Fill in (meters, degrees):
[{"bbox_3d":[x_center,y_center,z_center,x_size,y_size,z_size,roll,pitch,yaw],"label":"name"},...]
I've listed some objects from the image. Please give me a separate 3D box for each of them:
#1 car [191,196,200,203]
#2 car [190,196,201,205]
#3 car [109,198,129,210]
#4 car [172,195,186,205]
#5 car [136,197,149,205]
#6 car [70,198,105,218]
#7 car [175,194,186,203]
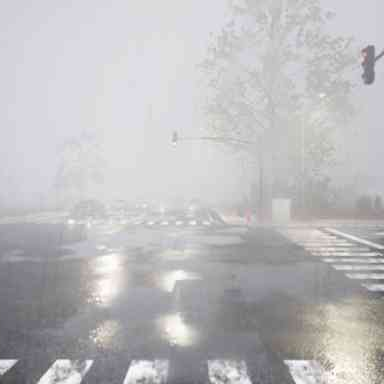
[{"bbox_3d":[0.762,1.547,71.925,1.994,1.385,4.181,0,0,1],"label":"car"},{"bbox_3d":[0.589,1.656,61.857,1.994,1.385,4.181,0,0,1],"label":"car"},{"bbox_3d":[-9.549,1.600,44.118,1.812,1.442,4.674,0,0,1],"label":"car"},{"bbox_3d":[-2.660,1.617,61.947,1.812,1.442,4.674,0,0,1],"label":"car"},{"bbox_3d":[-9.173,1.615,61.853,1.812,1.442,4.674,0,0,1],"label":"car"},{"bbox_3d":[-9.778,1.410,31.290,2.097,1.767,4.553,0,0,1],"label":"car"},{"bbox_3d":[-2.488,1.349,71.951,2.097,1.767,4.553,0,0,1],"label":"car"}]
